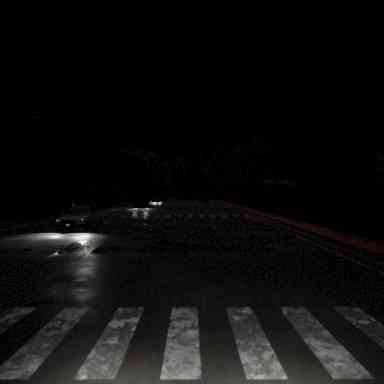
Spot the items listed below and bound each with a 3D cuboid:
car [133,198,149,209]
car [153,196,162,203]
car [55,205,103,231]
[{"bbox_3d":[-7.193,1.595,47.381,1.837,1.490,4.892,0,0,-1],"label":"car"},{"bbox_3d":[-7.697,1.597,74.184,2.128,1.511,4.902,0,0,-1],"label":"car"},{"bbox_3d":[-6.872,1.557,20.752,1.812,1.442,4.674,0,0,0],"label":"car"}]
